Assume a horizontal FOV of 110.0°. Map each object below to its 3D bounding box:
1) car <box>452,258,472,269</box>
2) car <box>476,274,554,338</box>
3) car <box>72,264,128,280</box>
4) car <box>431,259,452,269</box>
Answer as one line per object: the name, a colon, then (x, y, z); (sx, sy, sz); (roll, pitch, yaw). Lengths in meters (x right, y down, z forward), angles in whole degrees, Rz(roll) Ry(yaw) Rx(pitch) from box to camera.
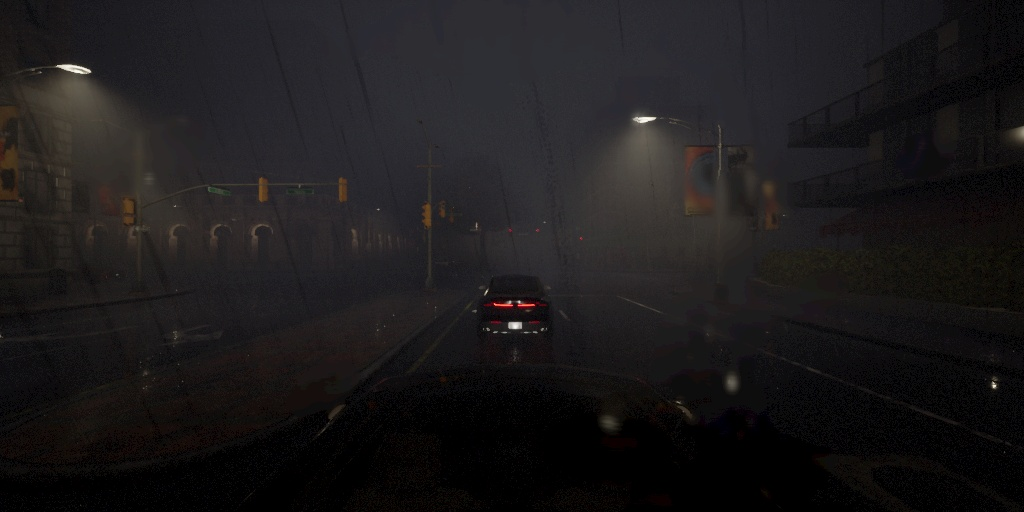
car: (-8.040, 1.272, 58.388); (1.812, 1.442, 4.674); (0, 0, 0)
car: (0.079, 1.254, 10.174); (1.837, 1.490, 4.892); (0, 0, 0)
car: (-33.480, 1.312, 28.583); (4.181, 1.385, 1.994); (0, 0, 0)
car: (-11.530, 1.272, 58.597); (1.812, 1.442, 4.674); (0, 0, 0)
